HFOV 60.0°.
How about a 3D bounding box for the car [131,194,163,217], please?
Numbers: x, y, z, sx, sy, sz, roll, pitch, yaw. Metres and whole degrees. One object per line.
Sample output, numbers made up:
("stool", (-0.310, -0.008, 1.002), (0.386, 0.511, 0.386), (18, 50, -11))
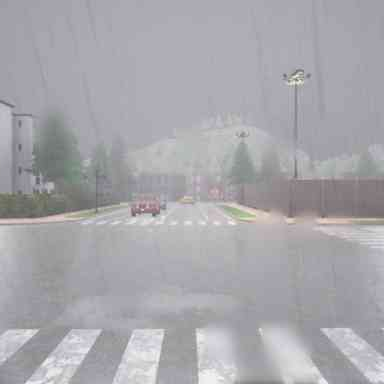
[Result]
("car", (-4.304, 1.208, 31.587), (2.150, 2.045, 5.566), (0, 0, 0))

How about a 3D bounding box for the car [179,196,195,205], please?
("car", (-0.890, 1.463, 58.232), (1.882, 1.535, 5.008), (0, 0, -15))

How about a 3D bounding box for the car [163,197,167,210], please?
("car", (-4.316, 1.339, 41.649), (2.097, 1.767, 4.553), (0, 0, 0))
